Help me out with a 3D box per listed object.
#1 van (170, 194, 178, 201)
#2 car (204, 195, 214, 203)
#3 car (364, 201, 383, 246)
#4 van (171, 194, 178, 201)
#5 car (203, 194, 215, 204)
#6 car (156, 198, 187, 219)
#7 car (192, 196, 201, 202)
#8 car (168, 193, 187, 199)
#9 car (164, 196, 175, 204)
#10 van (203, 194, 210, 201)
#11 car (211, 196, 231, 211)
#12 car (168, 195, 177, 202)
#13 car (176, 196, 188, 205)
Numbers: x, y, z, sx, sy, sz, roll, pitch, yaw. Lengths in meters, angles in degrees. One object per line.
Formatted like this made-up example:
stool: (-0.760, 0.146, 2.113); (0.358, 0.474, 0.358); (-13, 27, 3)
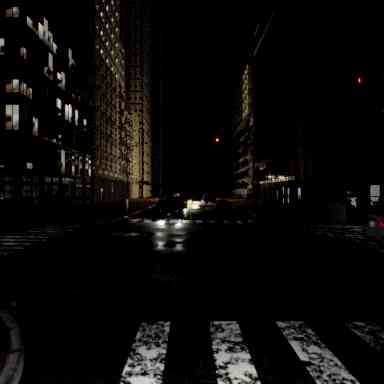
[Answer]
van: (-4.412, 1.321, 80.422); (1.690, 1.788, 3.998); (0, 0, 0)
car: (3.549, 1.432, 69.425); (1.967, 1.590, 4.097); (0, 0, 0)
car: (10.129, 1.432, 13.605); (5.566, 2.045, 2.150); (1, 1, 4)
van: (-4.452, 1.315, 85.949); (1.690, 1.788, 3.998); (0, 0, 0)
car: (3.589, 1.313, 63.896); (2.192, 1.841, 5.009); (0, 0, 0)
car: (-1.761, 1.544, 29.336); (1.812, 1.442, 4.674); (0, 0, 3)
car: (0.968, 1.512, 73.228); (1.812, 1.442, 4.674); (0, 0, 0)
car: (-1.681, 1.363, 44.925); (2.097, 1.767, 4.553); (0, 0, 0)
car: (-4.291, 1.564, 63.839); (1.947, 1.339, 4.313); (0, 0, 0)
van: (3.468, 1.321, 80.479); (1.690, 1.788, 3.998); (0, 0, 0)
car: (3.800, 1.579, 41.788); (1.947, 1.339, 4.313); (0, 0, 0)
car: (-4.372, 1.426, 74.895); (1.967, 1.590, 4.097); (0, 0, 0)
car: (-1.762, 1.492, 59.377); (2.128, 1.511, 4.902); (0, 0, 0)
